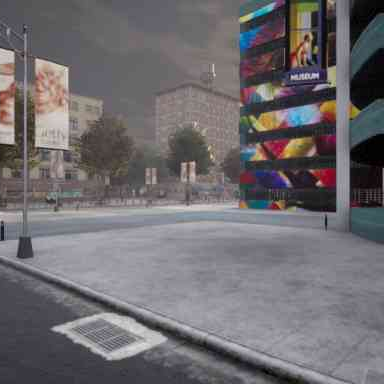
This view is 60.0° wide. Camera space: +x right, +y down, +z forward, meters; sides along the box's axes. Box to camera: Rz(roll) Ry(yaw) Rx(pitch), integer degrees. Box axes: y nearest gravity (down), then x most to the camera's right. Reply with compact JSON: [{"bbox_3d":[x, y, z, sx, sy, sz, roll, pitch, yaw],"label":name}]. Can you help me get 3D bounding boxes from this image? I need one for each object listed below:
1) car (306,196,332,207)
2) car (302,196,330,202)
[{"bbox_3d":[19.548,1.413,51.047,2.161,1.482,4.786,0,0,43],"label":"car"},{"bbox_3d":[14.241,1.320,39.318,2.002,1.452,4.674,0,0,43],"label":"car"}]
